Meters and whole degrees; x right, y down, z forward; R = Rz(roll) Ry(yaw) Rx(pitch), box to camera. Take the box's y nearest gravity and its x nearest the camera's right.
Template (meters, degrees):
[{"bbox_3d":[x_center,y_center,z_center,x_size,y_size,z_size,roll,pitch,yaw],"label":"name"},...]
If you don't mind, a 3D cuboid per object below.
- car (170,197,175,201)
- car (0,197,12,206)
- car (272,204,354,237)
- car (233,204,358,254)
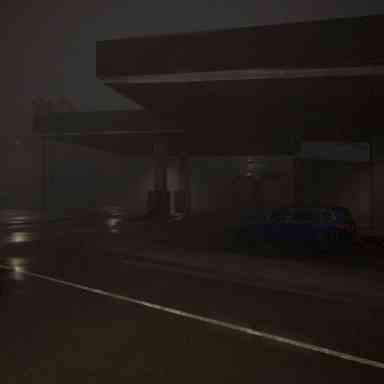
[{"bbox_3d":[-2.792,1.500,79.010,4.892,1.490,1.837,0,0,-16],"label":"car"},{"bbox_3d":[-32.180,1.491,54.326,2.128,1.511,4.902,0,0,33],"label":"car"},{"bbox_3d":[6.567,1.456,18.137,3.806,1.475,1.970,0,0,35],"label":"car"},{"bbox_3d":[3.886,1.295,12.999,4.611,1.667,2.242,0,0,35],"label":"car"}]
